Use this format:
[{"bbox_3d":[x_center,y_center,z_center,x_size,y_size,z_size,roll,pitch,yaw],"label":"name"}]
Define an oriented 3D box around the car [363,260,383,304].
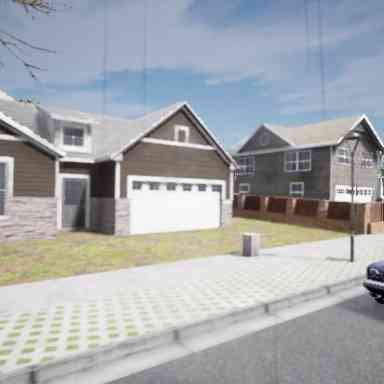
[{"bbox_3d":[5.606,1.611,6.955,4.718,1.301,1.895,0,0,-35],"label":"car"}]
